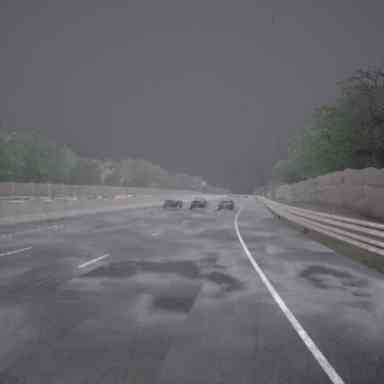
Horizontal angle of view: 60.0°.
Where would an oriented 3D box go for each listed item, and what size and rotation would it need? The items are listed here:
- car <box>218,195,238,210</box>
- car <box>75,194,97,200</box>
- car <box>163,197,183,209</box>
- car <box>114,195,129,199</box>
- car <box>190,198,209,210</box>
[{"bbox_3d":[4.454,1.536,42.842,2.128,1.511,4.902,1,0,10],"label":"car"},{"bbox_3d":[-17.958,1.159,56.626,2.097,1.767,4.553,1,0,11],"label":"car"},{"bbox_3d":[-2.432,1.478,44.088,1.837,1.490,4.892,1,0,10],"label":"car"},{"bbox_3d":[-15.141,1.313,72.056,1.882,1.535,5.008,1,0,10],"label":"car"},{"bbox_3d":[1.012,1.514,43.463,1.837,1.490,4.892,1,0,10],"label":"car"}]
